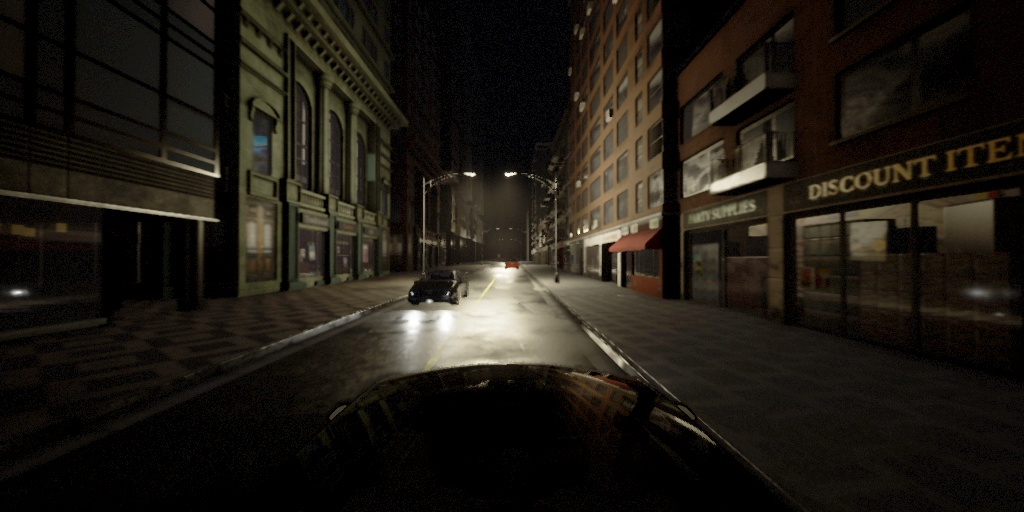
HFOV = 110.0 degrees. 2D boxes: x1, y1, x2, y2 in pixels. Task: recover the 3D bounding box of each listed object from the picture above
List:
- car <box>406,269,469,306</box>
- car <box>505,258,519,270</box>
[{"bbox_3d":[-3.049,1.306,15.972,2.033,1.411,5.357,0,0,1],"label":"car"},{"bbox_3d":[-0.028,1.156,54.225,2.097,1.767,4.553,0,0,0],"label":"car"}]
